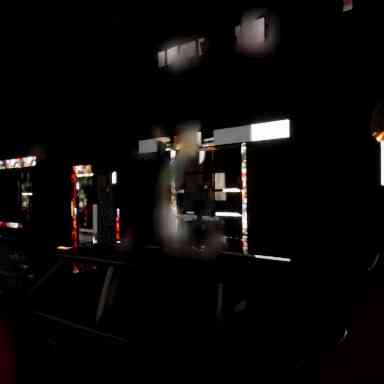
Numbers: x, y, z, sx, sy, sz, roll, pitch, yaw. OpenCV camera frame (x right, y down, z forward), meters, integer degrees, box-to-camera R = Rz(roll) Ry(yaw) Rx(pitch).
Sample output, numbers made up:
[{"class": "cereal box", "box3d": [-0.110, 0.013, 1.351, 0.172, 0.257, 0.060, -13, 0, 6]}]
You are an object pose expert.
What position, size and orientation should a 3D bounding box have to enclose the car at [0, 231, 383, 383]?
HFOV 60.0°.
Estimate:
[{"class": "car", "box3d": [-0.337, 1.316, 3.130, 5.009, 1.841, 2.192, 0, -1, 36]}]
